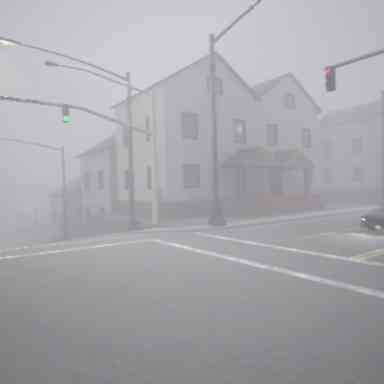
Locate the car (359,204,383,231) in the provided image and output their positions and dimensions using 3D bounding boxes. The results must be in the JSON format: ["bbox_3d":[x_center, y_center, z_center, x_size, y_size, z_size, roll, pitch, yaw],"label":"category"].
[{"bbox_3d":[10.221,1.057,15.937,5.357,1.411,2.033,-2,1,-35],"label":"car"}]
